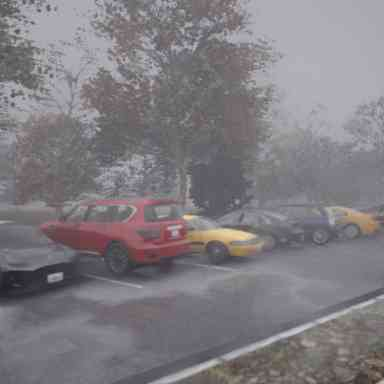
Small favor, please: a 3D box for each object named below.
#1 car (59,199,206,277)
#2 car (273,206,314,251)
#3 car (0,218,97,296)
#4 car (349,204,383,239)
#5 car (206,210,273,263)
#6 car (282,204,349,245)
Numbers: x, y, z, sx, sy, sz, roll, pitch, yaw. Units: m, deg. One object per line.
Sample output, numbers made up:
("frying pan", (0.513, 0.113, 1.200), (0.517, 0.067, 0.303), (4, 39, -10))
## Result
("car", (-2.651, 1.254, 10.546), (5.566, 2.045, 2.435), (-1, 0, 34))
("car", (2.198, 1.504, 14.001), (4.892, 1.521, 2.231), (-1, 0, 34))
("car", (-5.017, 1.535, 8.785), (4.792, 1.488, 2.163), (-1, -1, 34))
("car", (6.985, 1.502, 17.506), (5.008, 1.535, 2.097), (-1, 0, 34))
("car", (-0.055, 1.499, 12.165), (5.366, 1.575, 1.946), (-1, -1, 34))
("car", (4.616, 1.377, 15.738), (4.553, 1.767, 2.185), (-1, -1, 34))
